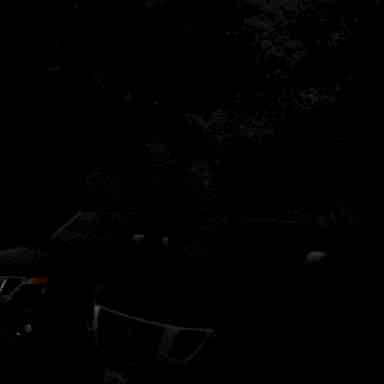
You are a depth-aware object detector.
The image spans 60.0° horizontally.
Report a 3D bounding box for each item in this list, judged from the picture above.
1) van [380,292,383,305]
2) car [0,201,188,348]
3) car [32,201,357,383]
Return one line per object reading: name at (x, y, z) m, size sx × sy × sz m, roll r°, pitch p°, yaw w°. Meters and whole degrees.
van at (3.167, 1.253, 3.358) m, size 1.878 × 1.987 × 4.442 m, roll 0°, pitch 0°, yaw 35°
car at (-1.292, 1.236, 6.646) m, size 2.435 × 2.045 × 5.566 m, roll 0°, pitch 0°, yaw 35°
car at (0.964, 1.232, 5.038) m, size 2.435 × 2.045 × 5.566 m, roll 0°, pitch 0°, yaw 35°
